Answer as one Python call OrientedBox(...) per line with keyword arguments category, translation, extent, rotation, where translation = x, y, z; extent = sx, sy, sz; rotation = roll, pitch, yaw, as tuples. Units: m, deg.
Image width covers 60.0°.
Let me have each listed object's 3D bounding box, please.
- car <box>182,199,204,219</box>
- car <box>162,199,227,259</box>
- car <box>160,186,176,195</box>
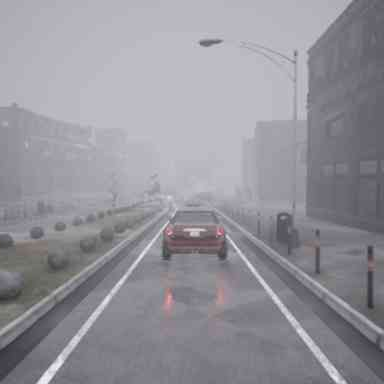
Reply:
OrientedBox(category="car", translation=(0.089, 1.436, 29.689), extent=(1.837, 1.490, 4.892), rotation=(0, 0, 0))
OrientedBox(category="car", translation=(0.093, 1.324, 12.561), extent=(2.097, 1.767, 4.553), rotation=(0, 0, 0))
OrientedBox(category="car", translation=(-4.747, -0.301, 66.636), extent=(2.097, 1.767, 4.553), rotation=(1, 2, 14))
